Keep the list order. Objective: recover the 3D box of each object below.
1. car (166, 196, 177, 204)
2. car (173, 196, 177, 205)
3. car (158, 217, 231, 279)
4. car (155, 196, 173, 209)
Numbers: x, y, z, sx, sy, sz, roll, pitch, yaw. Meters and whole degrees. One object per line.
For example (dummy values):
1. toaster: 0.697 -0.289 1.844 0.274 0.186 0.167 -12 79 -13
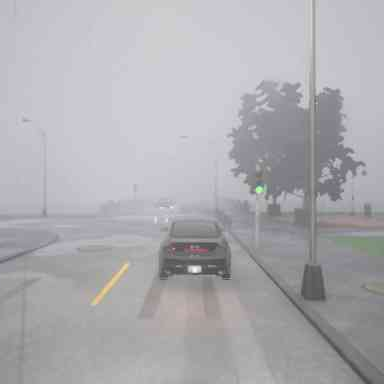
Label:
1. car: -4.004 1.539 66.288 1.837 1.490 4.892 0 0 0
2. car: -4.073 1.630 56.074 1.895 1.301 4.718 0 0 0
3. car: 0.081 1.510 10.025 1.837 1.490 4.892 0 0 0
4. car: -4.097 1.529 46.680 1.837 1.490 4.892 0 0 0
